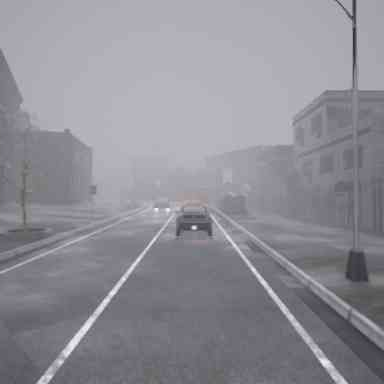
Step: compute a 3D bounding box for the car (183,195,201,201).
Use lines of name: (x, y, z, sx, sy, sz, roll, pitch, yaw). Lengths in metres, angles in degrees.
car: (0.023, 1.223, 39.124, 2.097, 1.767, 4.553, 0, 0, -1)

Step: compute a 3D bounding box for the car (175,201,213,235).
car: (0.109, 1.444, 18.330, 1.837, 1.490, 4.892, 0, 0, 0)

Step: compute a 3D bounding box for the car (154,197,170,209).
car: (-3.905, 1.379, 43.815, 1.812, 1.442, 4.674, 0, 0, -4)
